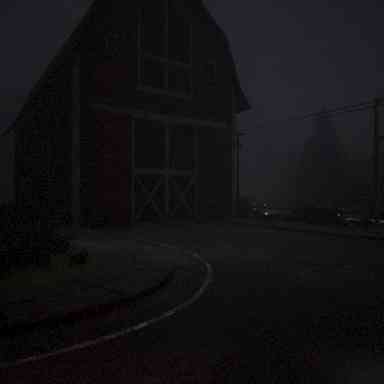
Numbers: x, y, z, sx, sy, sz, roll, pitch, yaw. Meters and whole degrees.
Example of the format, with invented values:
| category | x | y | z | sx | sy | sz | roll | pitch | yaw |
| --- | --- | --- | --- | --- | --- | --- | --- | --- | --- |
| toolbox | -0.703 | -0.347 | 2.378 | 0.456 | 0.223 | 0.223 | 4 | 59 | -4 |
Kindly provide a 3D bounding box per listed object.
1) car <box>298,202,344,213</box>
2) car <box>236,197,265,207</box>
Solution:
| category | x | y | z | sx | sy | sz | roll | pitch | yaw |
| --- | --- | --- | --- | --- | --- | --- | --- | --- | --- |
| car | 11.296 | 1.628 | 30.221 | 1.895 | 1.301 | 4.718 | 0 | 0 | -34 |
| car | 6.191 | 1.379 | 37.662 | 2.097 | 1.767 | 4.553 | 0 | 0 | -34 |
